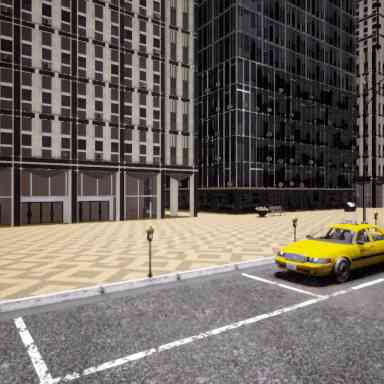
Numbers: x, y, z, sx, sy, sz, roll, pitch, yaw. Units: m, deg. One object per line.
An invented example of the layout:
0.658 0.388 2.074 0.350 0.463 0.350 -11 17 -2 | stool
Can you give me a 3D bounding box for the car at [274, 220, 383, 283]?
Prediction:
4.444 1.526 9.679 4.829 1.417 1.752 0 0 -35 | car
